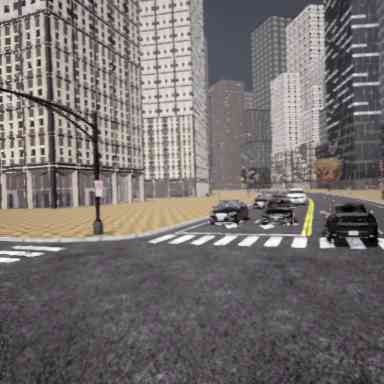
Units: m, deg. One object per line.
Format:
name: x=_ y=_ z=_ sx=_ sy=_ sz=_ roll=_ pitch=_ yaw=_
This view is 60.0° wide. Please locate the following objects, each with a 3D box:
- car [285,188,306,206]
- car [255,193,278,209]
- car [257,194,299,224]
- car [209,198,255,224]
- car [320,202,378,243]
car: x=12.910 y=0.582 z=41.186 sx=2.150 sy=2.045 sz=5.566 roll=-2 pitch=0 yaw=20
car: x=8.046 y=1.026 z=37.359 sx=2.128 sy=1.511 sz=4.902 roll=-2 pitch=0 yaw=20
car: x=5.721 y=1.202 z=21.659 sx=1.837 sy=1.490 sz=4.892 roll=-2 pitch=2 yaw=20
car: x=2.605 y=1.280 z=22.596 sx=2.128 sy=1.511 sz=4.902 roll=-2 pitch=1 yaw=20
car: x=6.718 y=1.217 z=14.401 sx=1.837 sy=1.490 sz=4.892 roll=-2 pitch=0 yaw=20
